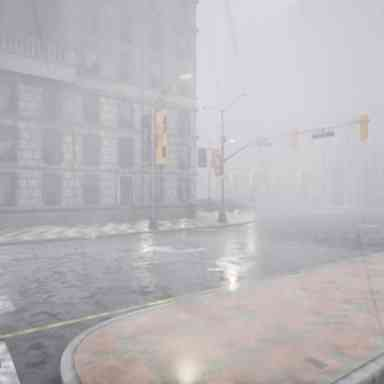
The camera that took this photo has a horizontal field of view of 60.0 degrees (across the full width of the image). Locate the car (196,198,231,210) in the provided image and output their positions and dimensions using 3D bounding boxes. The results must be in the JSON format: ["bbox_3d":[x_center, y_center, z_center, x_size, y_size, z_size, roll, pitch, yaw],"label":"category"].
[{"bbox_3d":[2.205,1.478,42.583,2.128,1.511,4.902,0,0,-36],"label":"car"}]

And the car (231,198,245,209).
[{"bbox_3d":[5.068,1.511,44.597,1.812,1.442,4.674,0,0,-36],"label":"car"}]
